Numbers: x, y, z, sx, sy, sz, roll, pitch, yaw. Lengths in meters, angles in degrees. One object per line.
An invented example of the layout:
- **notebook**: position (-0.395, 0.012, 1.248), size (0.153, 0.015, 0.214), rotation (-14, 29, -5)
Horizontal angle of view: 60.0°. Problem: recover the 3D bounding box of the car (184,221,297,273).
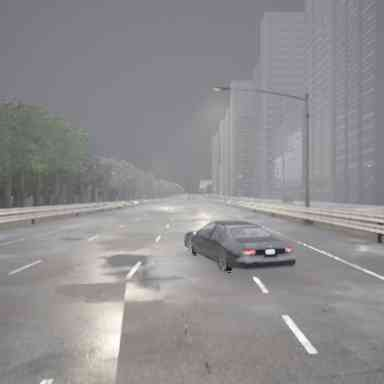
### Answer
- **car**: position (1.314, 1.688, 11.341), size (2.033, 1.411, 5.357), rotation (0, -1, -19)
